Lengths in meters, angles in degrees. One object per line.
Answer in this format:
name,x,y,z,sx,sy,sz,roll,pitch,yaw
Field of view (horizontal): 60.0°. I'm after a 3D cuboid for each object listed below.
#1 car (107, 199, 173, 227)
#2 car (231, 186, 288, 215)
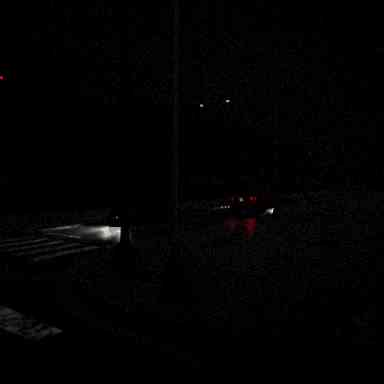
car,-2.792,1.109,19.082,1.994,1.385,4.181,1,2,35
car,4.932,0.550,24.881,2.150,2.045,5.566,1,2,36
